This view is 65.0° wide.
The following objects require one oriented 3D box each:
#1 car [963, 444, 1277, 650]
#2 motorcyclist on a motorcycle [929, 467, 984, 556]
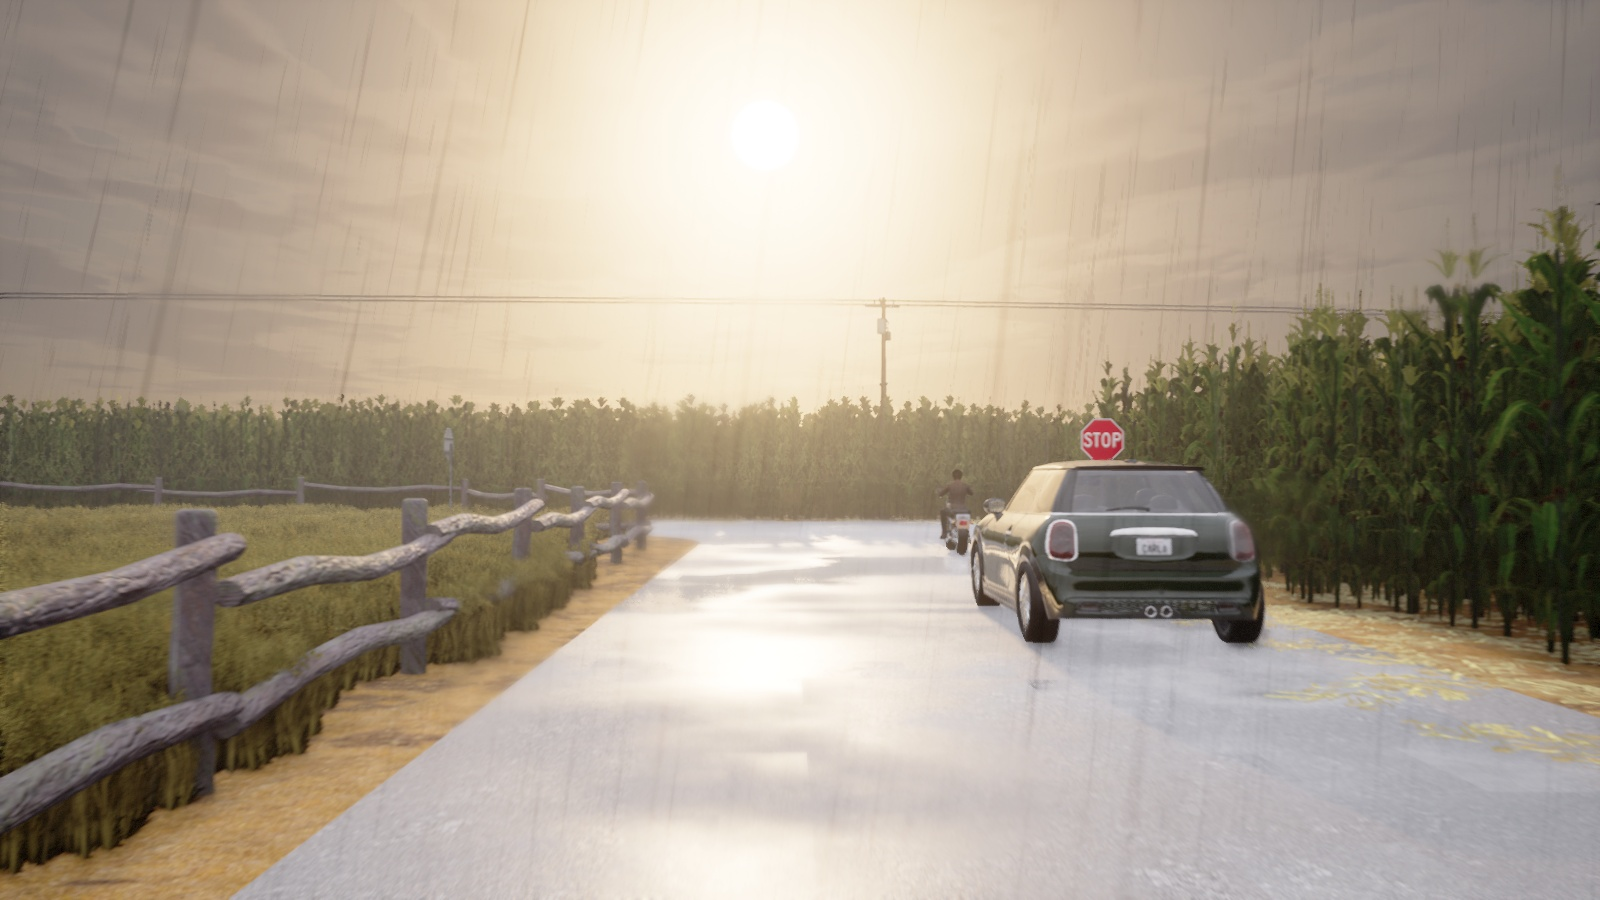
[{"bbox_3d":[3.067,0.880,13.150,2.097,1.767,4.553,0,-1,0],"label":"car"},{"bbox_3d":[3.039,1.164,24.567,0.766,1.649,2.350,0,-1,0],"label":"motorcyclist on a motorcycle"}]
